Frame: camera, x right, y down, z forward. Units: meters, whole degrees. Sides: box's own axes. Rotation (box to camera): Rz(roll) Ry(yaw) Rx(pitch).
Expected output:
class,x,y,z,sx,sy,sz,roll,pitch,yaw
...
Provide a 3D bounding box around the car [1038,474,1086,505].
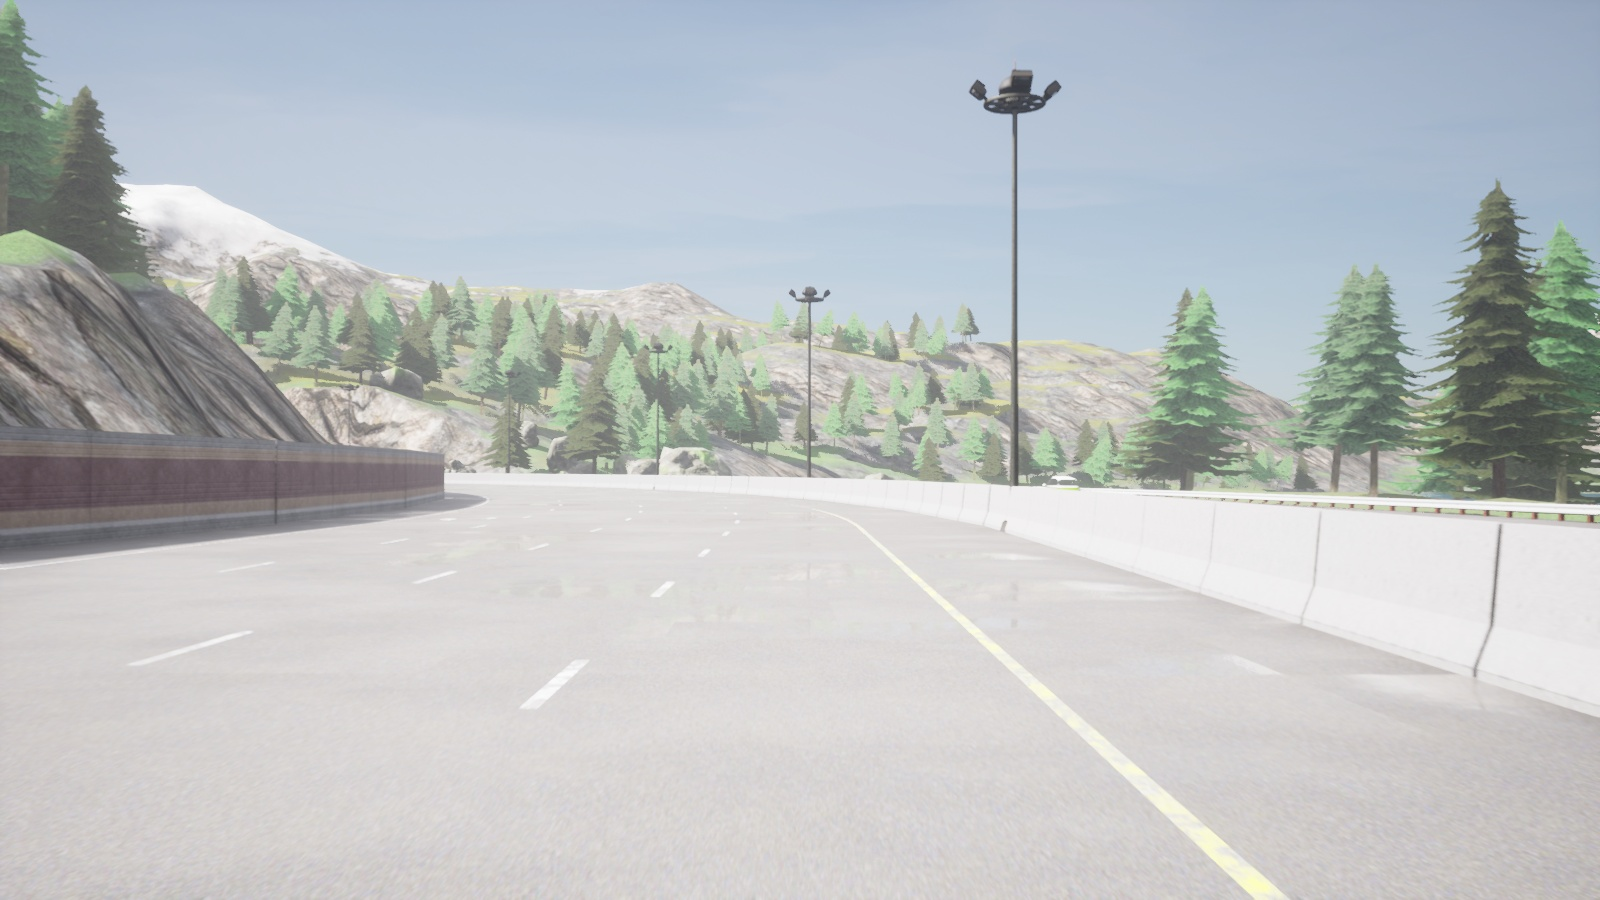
class,x,y,z,sx,sy,sz,roll,pitch,yaw
car,12.055,1.790,57.875,1.481,1.376,2.207,0,-1,-9
